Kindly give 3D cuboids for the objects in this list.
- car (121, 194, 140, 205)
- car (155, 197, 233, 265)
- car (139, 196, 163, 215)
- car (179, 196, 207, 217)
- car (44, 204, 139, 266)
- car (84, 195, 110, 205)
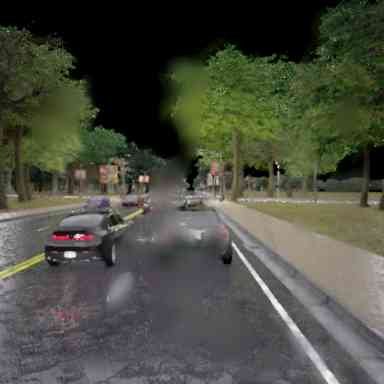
[{"bbox_3d":[-6.586,1.010,37.161,1.882,1.535,5.008,0,1,0],"label":"car"},{"bbox_3d":[0.103,1.205,11.272,2.097,1.767,4.553,0,1,0],"label":"car"},{"bbox_3d":[-3.147,1.156,28.898,1.812,1.442,4.674,0,1,0],"label":"car"},{"bbox_3d":[0.100,1.136,27.673,2.128,1.511,4.902,0,1,0],"label":"car"},{"bbox_3d":[-3.148,1.358,11.011,1.837,1.490,4.892,0,0,0],"label":"car"},{"bbox_3d":[-9.841,1.085,34.918,1.812,1.442,4.674,0,1,0],"label":"car"}]
